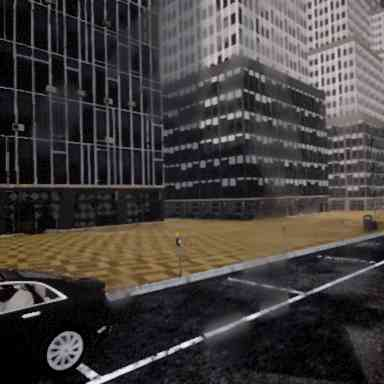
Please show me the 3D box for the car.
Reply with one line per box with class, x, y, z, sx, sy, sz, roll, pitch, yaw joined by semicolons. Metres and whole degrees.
car;-3.117;1.738;4.083;4.403;1.369;2.008;1;-4;-44
